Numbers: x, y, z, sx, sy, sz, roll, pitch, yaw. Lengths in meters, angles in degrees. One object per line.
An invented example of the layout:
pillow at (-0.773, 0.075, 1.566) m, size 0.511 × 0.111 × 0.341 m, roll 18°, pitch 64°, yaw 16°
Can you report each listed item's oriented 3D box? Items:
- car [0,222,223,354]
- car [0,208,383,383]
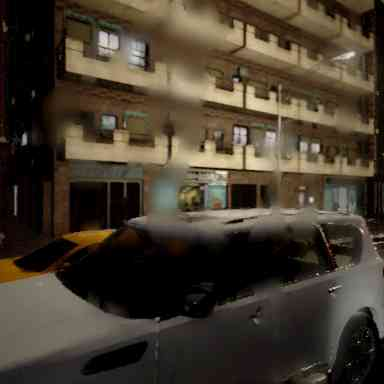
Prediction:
car at (-1.936, 1.500, 6.296) m, size 5.008 × 1.535 × 1.882 m, roll 1°, pitch 0°, yaw -35°
car at (0.068, 1.245, 3.734) m, size 5.566 × 2.045 × 2.150 m, roll 1°, pitch 0°, yaw -35°
